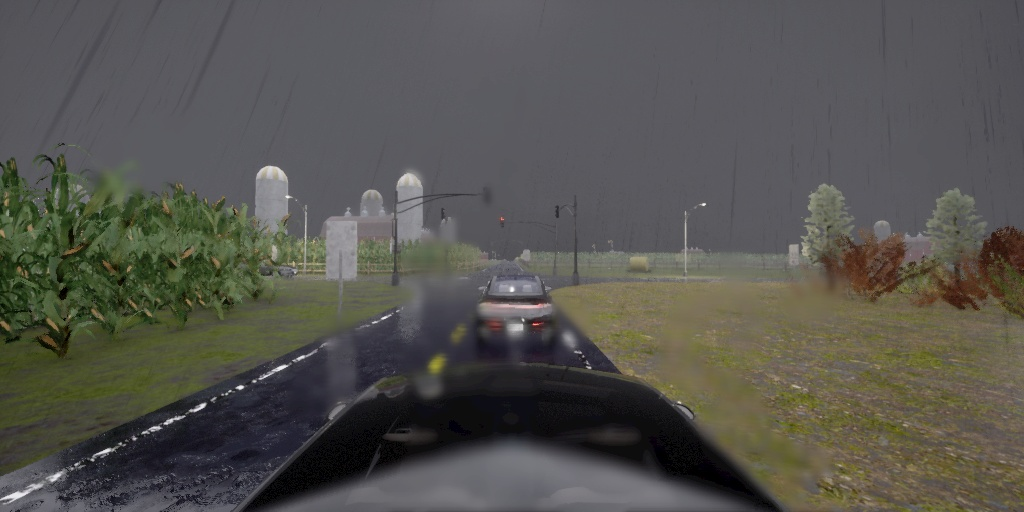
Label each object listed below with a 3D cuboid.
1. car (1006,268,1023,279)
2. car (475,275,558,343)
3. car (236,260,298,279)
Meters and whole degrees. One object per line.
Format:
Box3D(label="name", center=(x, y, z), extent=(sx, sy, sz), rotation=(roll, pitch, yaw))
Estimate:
Box3D(label="car", center=(48.659, 1.720, 33.524), extent=(4.674, 1.442, 1.812), rotation=(1, -1, -5))
Box3D(label="car", center=(0.099, 1.245, 9.660), extent=(2.128, 1.511, 4.902), rotation=(0, 0, 0))
Box3D(label="car", center=(-19.947, 1.059, 28.811), extent=(4.902, 1.511, 2.128), rotation=(0, -1, -4))
